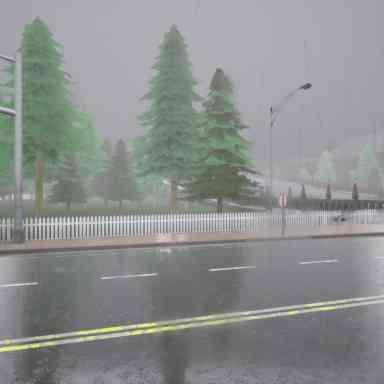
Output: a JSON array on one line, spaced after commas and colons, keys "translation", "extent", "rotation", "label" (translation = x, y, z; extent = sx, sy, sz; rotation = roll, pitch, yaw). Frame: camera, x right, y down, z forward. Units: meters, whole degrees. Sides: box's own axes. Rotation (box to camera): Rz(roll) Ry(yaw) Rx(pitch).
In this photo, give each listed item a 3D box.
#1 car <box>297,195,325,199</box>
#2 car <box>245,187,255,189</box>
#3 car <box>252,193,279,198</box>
[{"translation": [16.359, 1.237, 43.389], "extent": [2.097, 1.767, 4.553], "rotation": [0, 2, -19], "label": "car"}, {"translation": [12.229, -0.695, 66.249], "extent": [2.150, 2.045, 5.566], "rotation": [0, 7, -19], "label": "car"}, {"translation": [12.505, 0.792, 54.496], "extent": [2.033, 1.411, 5.357], "rotation": [0, 5, -19], "label": "car"}]
